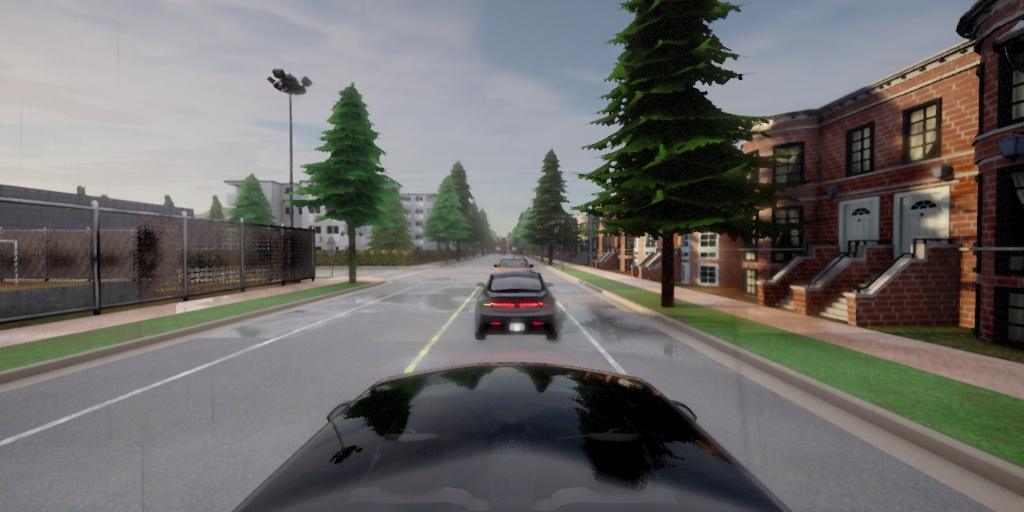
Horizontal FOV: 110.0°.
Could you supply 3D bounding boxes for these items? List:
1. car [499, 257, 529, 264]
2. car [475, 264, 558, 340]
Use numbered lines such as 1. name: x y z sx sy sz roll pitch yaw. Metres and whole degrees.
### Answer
1. car: 0.082 0.824 18.768 2.097 1.767 4.553 0 1 0
2. car: 0.092 1.127 9.525 1.837 1.490 4.892 0 1 0
